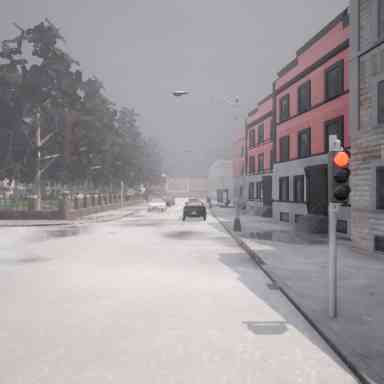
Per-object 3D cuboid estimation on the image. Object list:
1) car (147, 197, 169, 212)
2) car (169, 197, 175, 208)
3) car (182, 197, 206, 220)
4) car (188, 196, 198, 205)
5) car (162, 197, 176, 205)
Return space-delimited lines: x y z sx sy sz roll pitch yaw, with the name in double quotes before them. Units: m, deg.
"car" -4.039 1.526 38.891 1.812 1.442 4.674 0 0 0
"car" -4.035 1.601 48.986 1.895 1.301 4.718 0 0 0
"car" 0.199 1.477 28.331 1.882 1.535 5.008 0 0 1
"car" 0.172 1.526 58.186 1.812 1.442 4.674 0 0 0
"car" -3.995 1.547 59.319 2.033 1.411 5.357 0 0 1
